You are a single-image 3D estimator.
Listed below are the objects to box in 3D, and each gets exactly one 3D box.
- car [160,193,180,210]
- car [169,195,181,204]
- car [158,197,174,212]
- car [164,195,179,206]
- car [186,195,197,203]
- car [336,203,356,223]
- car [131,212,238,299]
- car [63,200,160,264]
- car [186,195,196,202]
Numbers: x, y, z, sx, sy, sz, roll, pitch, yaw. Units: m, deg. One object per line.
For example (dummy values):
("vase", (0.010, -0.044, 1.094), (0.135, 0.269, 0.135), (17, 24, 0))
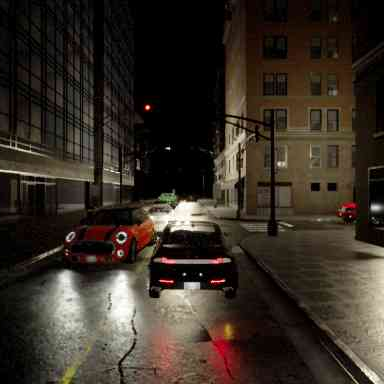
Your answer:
("car", (-3.190, 1.187, 43.714), (2.150, 2.045, 5.566), (0, 0, 1))
("car", (-3.224, 1.438, 63.990), (2.128, 1.511, 4.902), (0, 0, 0))
("car", (-3.184, 1.500, 34.260), (1.812, 1.442, 4.674), (0, 0, 0))
("car", (-3.210, 1.308, 53.617), (2.097, 1.767, 4.553), (0, 0, 0))
("car", (-0.072, 1.297, 65.988), (2.097, 1.767, 4.553), (0, 0, 0))
("car", (13.030, 1.170, 23.027), (5.566, 2.045, 2.150), (0, 0, -1))
("car", (0.024, 1.488, 8.460), (2.128, 1.511, 4.902), (0, 0, 1))
("car", (-2.706, 1.347, 11.839), (2.097, 1.767, 4.553), (0, 0, 5))
("car", (-0.197, 1.459, 75.682), (2.128, 1.511, 4.902), (0, 0, 0))
